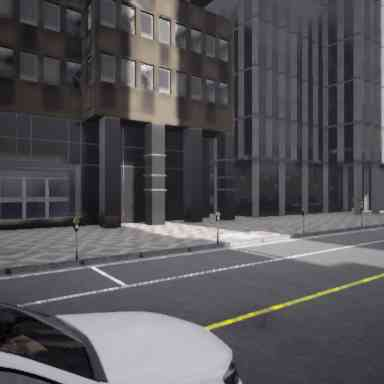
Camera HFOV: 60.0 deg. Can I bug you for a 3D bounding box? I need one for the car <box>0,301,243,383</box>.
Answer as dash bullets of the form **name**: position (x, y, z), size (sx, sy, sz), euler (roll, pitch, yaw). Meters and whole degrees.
- **car**: position (-1.704, 1.519, 2.218), size (4.674, 1.442, 1.812), euler (0, 0, -35)
